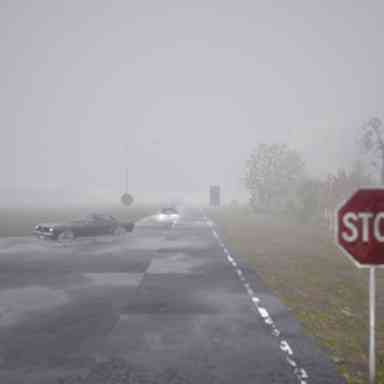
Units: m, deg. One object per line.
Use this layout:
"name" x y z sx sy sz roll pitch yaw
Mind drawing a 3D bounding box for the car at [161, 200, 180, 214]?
"car" -2.782 1.976 41.028 1.895 1.301 4.718 0 0 0

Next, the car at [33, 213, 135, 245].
"car" -5.268 1.755 16.664 1.895 1.301 4.718 0 0 42

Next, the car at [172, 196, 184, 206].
"car" -2.805 1.810 67.183 2.150 2.045 5.566 0 0 0
